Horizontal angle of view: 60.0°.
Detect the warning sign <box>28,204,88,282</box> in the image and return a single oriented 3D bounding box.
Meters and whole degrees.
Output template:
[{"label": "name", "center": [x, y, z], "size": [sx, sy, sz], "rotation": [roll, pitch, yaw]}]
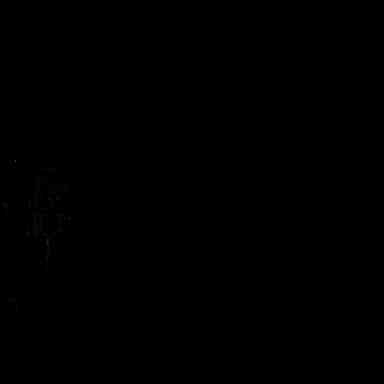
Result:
[{"label": "warning sign", "center": [-3.608, 1.289, 8.930], "size": [1.300, 1.860, 1.060], "rotation": [2, -2, -31]}]
